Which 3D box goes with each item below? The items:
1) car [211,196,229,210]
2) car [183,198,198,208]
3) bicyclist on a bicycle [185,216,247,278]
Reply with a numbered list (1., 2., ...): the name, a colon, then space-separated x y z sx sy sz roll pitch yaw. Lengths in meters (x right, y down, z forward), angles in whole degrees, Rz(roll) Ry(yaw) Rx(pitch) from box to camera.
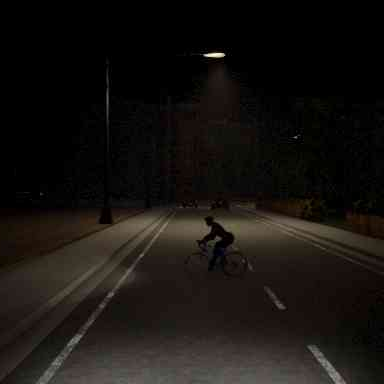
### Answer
1. car: 3.524 1.352 42.501 2.097 1.767 4.553 0 0 0
2. car: -0.248 1.593 47.105 1.994 1.385 4.181 0 -1 -3
3. bicyclist on a bicycle: 0.623 1.453 8.722 1.656 1.620 0.582 -1 0 0
